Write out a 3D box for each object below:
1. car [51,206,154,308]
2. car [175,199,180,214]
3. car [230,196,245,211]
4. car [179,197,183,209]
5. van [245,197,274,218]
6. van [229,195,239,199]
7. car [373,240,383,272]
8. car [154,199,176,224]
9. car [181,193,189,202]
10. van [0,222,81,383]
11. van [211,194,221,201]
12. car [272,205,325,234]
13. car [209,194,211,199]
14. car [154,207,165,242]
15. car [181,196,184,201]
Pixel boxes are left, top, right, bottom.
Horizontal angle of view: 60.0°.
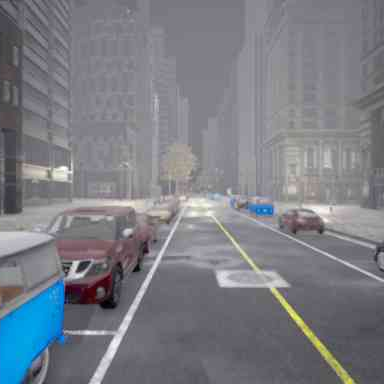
[{"bbox_3d":[-2.391,1.306,8.060,2.192,1.841,5.009,0,0,0],"label":"car"},{"bbox_3d":[-2.334,1.534,30.161,1.887,1.381,4.507,0,0,0],"label":"car"},{"bbox_3d":[6.251,1.565,41.169,1.887,1.381,4.507,0,0,0],"label":"car"},{"bbox_3d":[-2.319,1.534,35.687,1.887,1.381,4.507,0,0,0],"label":"car"},{"bbox_3d":[6.218,1.361,30.120,1.690,1.788,3.998,0,0,0],"label":"van"},{"bbox_3d":[6.269,1.362,46.694,1.690,1.788,3.998,0,0,0],"label":"van"},{"bbox_3d":[6.149,1.572,8.020,2.008,1.369,4.403,0,0,0],"label":"car"},{"bbox_3d":[-2.349,1.515,24.466,1.752,1.417,4.829,0,0,0],"label":"car"},{"bbox_3d":[-2.184,1.533,79.135,1.752,1.417,4.829,0,0,0],"label":"car"},{"bbox_3d":[-2.406,1.333,2.534,1.690,1.788,3.998,0,0,0],"label":"van"},{"bbox_3d":[6.364,1.383,84.679,1.690,1.788,3.998,0,0,0],"label":"van"},{"bbox_3d":[6.183,1.602,19.069,1.802,1.307,4.206,0,0,0],"label":"car"},{"bbox_3d":[6.378,1.613,90.091,1.947,1.339,4.313,0,0,0],"label":"car"},{"bbox_3d":[-2.378,1.535,13.585,1.887,1.381,4.507,0,0,0],"label":"car"},{"bbox_3d":[-2.304,1.535,41.212,1.887,1.381,4.507,0,0,0],"label":"car"}]
